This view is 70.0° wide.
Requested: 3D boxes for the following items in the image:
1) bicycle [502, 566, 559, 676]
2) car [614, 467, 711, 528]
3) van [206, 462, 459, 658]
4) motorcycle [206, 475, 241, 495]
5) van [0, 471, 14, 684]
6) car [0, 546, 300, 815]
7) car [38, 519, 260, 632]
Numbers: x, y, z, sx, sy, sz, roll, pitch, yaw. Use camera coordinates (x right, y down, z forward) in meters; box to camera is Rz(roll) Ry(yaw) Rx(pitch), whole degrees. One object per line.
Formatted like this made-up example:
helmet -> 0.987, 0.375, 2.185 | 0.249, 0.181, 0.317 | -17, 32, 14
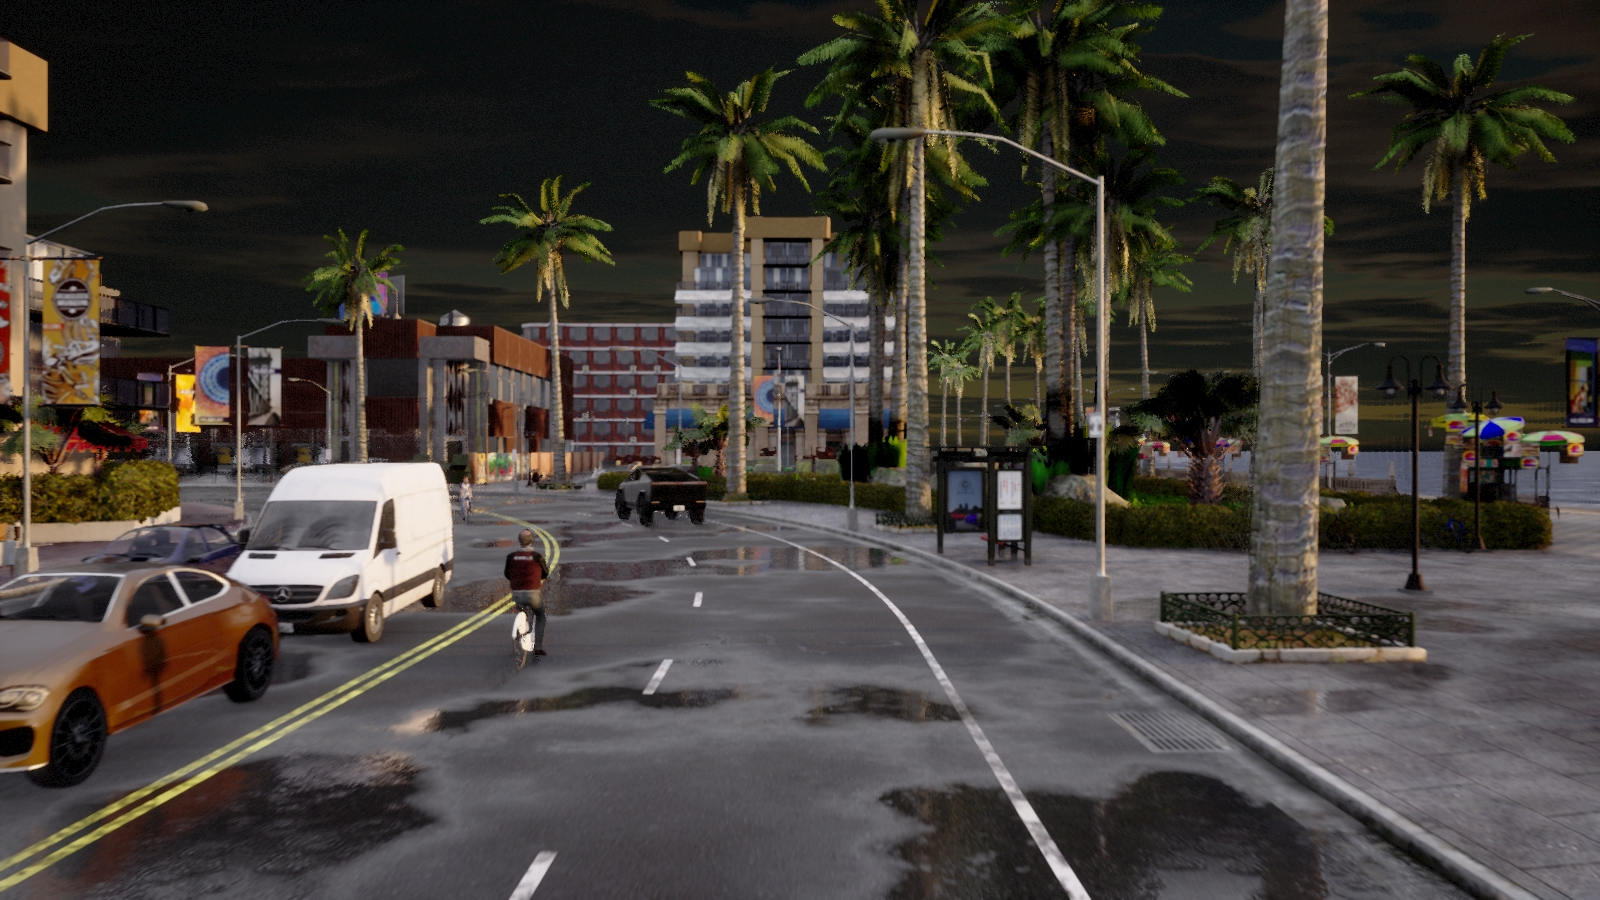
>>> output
bicycle -> -3.531, 2.210, 15.061 | 0.329, 1.171, 1.835 | 0, 0, -1
car -> -5.443, 1.753, 44.300 | 2.390, 2.098, 6.274 | 0, 0, -20
van -> -7.273, 1.531, 18.599 | 1.988, 2.561, 5.915 | 0, 1, -3
motorcycle -> -36.400, 2.182, 72.168 | 1.805, 1.236, 0.856 | 0, 0, -1
van -> -10.572, 1.534, 11.030 | 1.988, 2.561, 5.915 | 0, 0, -1
car -> -7.088, 1.992, 11.320 | 2.152, 1.651, 5.027 | 0, 0, -1
car -> -10.825, 2.038, 19.326 | 1.845, 1.501, 3.633 | 0, 0, -3
